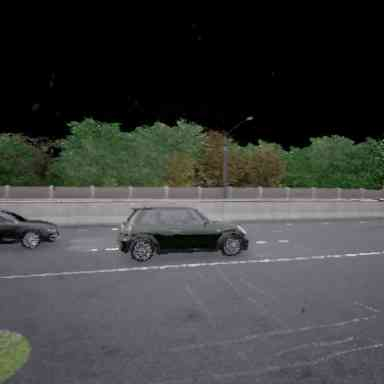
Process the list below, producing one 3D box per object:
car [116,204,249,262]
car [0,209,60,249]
[{"bbox_3d":[-0.294,1.290,11.692,4.553,1.767,2.097,0,0,-18],"label":"car"},{"bbox_3d":[-7.752,1.410,12.964,4.892,1.490,1.837,0,0,-18],"label":"car"}]
